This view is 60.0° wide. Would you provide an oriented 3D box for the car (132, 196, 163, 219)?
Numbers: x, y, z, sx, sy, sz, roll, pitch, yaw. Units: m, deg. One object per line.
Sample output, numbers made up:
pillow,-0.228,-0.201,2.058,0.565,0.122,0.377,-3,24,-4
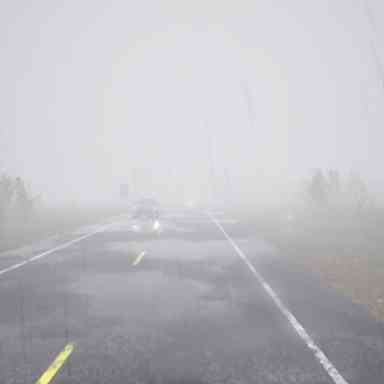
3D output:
car,-3.601,1.245,27.371,2.097,1.767,4.553,0,0,0
